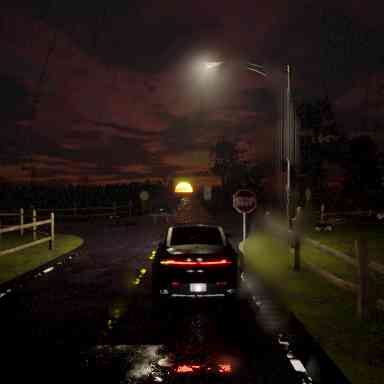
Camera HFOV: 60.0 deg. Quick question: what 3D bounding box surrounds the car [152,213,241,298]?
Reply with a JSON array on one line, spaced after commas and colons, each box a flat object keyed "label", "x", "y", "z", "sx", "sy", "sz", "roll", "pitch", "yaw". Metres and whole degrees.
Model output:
[{"label": "car", "x": 0.059, "y": 1.506, "z": 8.526, "sx": 1.837, "sy": 1.490, "sz": 4.892, "roll": 0, "pitch": 0, "yaw": -1}]

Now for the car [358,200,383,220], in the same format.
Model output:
[{"label": "car", "x": 14.740, "y": 1.227, "z": 24.334, "sx": 4.892, "sy": 1.490, "sz": 1.837, "roll": -1, "pitch": 0, "yaw": 1}]

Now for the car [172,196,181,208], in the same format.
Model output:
[{"label": "car", "x": -2.901, "y": 1.546, "z": 45.547, "sx": 1.837, "sy": 1.490, "sz": 4.892, "roll": 0, "pitch": 0, "yaw": 0}]

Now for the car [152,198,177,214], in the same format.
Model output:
[{"label": "car", "x": -3.024, "y": 1.591, "z": 34.894, "sx": 1.994, "sy": 1.385, "sz": 4.181, "roll": 0, "pitch": 0, "yaw": 1}]
